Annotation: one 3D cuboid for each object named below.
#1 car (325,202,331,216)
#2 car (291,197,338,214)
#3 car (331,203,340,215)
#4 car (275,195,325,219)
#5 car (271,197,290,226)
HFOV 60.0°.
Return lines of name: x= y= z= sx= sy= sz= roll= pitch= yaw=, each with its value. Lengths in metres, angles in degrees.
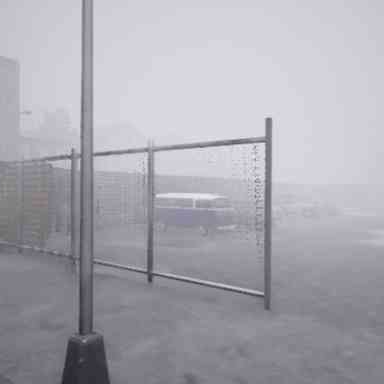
car: x=10.453 y=1.383 z=28.750 sx=2.207 sy=1.379 sz=1.481 roll=1 pitch=0 yaw=36
car: x=12.438 y=1.336 z=33.846 sx=4.193 sy=1.474 sz=1.816 roll=1 pitch=0 yaw=36
car: x=11.195 y=1.274 z=30.837 sx=4.611 sy=1.667 sz=2.242 roll=1 pitch=0 yaw=36
car: x=8.495 y=1.167 z=27.492 sx=3.866 sy=1.878 sz=1.905 roll=1 pitch=0 yaw=36
car: x=4.764 y=1.330 z=23.869 sx=3.633 sy=1.501 sz=1.845 roll=1 pitch=0 yaw=36
